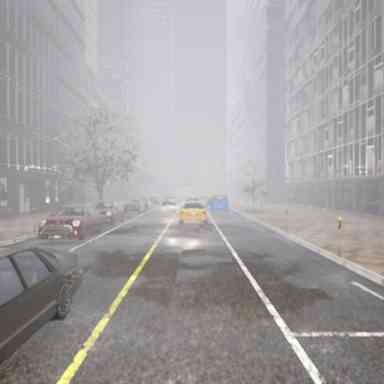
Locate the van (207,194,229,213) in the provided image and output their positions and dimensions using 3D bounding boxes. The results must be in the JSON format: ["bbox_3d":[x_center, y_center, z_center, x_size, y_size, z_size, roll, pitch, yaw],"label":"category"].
[{"bbox_3d":[2.677,1.126,33.081,1.690,1.788,3.998,0,0,0],"label":"van"}]

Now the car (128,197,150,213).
[{"bbox_3d":[-5.703,1.336,33.083,2.008,1.369,4.403,0,0,0],"label":"car"}]

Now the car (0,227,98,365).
[{"bbox_3d":[-3.102,1.519,4.473,2.033,1.411,5.357,0,0,0],"label":"car"}]

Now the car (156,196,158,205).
[{"bbox_3d":[-5.709,1.239,50.160,1.802,1.307,4.206,0,0,0],"label":"car"}]

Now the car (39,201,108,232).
[{"bbox_3d":[-5.698,1.338,16.006,1.967,1.590,4.097,0,0,0],"label":"car"}]

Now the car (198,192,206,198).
[{"bbox_3d":[2.658,0.774,90.005,1.967,1.590,4.097,0,0,0],"label":"car"}]

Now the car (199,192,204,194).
[{"bbox_3d":[2.664,1.054,72.930,1.802,1.307,4.206,0,0,0],"label":"car"}]

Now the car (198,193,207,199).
[{"bbox_3d":[2.659,0.931,84.314,2.008,1.369,4.403,0,0,0],"label":"car"}]

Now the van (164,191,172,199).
[{"bbox_3d":[-5.719,0.767,78.619,1.690,1.788,3.998,0,0,0],"label":"van"}]

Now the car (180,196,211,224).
[{"bbox_3d":[0.092,1.306,23.198,1.801,1.575,5.366,0,0,0],"label":"car"}]

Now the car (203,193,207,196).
[{"bbox_3d":[2.673,1.252,44.467,2.008,1.369,4.403,0,0,0],"label":"car"}]

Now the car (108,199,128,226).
[{"bbox_3d":[-5.700,1.301,21.698,1.967,1.590,4.097,0,0,0],"label":"car"}]

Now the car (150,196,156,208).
[{"bbox_3d":[-5.706,1.295,38.776,2.008,1.369,4.403,0,0,0],"label":"car"}]

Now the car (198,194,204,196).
[{"bbox_3d":[0.085,1.270,41.740,2.033,1.411,5.357,0,0,0],"label":"car"}]

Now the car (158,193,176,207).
[{"bbox_3d":[-3.109,1.240,45.595,2.033,1.411,5.357,0,0,0],"label":"car"}]
